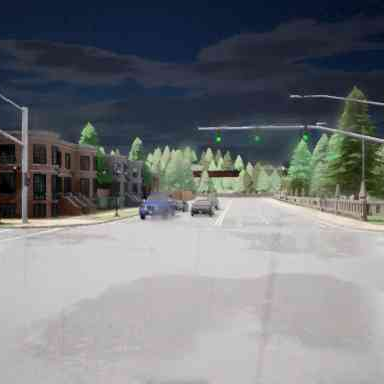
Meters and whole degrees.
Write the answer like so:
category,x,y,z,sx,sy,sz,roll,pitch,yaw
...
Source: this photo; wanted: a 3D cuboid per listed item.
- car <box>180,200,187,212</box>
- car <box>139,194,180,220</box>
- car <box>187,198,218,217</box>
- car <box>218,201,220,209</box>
category,x,y,z,sx,sy,sz,roll,pitch,yaw
car,-1.585,1.564,38.124,1.994,1.385,4.181,0,0,8
car,-2.851,1.221,28.812,2.150,2.045,5.566,0,0,8
car,1.100,1.477,31.779,1.882,1.535,5.008,0,0,8
car,2.482,1.505,41.855,1.837,1.490,4.892,0,0,8
